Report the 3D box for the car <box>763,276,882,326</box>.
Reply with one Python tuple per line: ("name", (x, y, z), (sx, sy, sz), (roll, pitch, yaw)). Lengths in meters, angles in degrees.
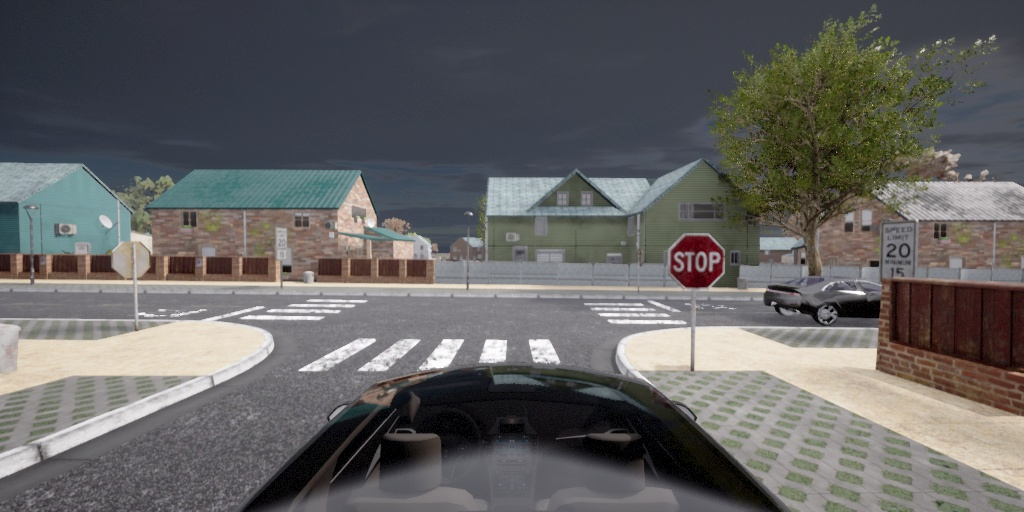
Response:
("car", (11.306, 1.452, 12.185), (4.902, 1.511, 2.128), (1, 1, -1))
